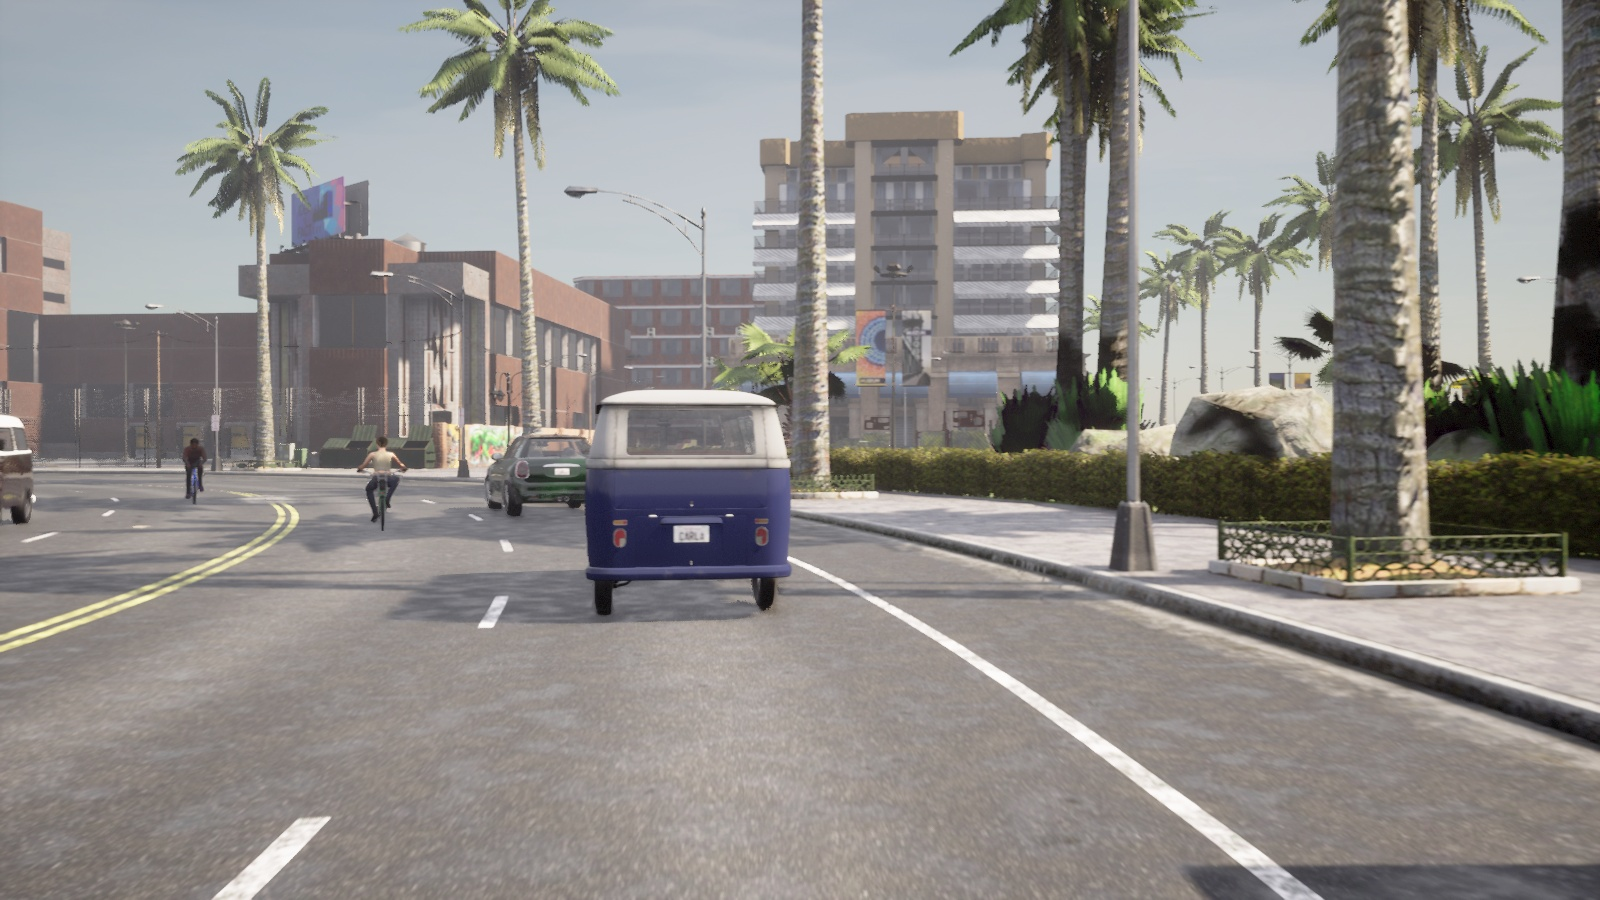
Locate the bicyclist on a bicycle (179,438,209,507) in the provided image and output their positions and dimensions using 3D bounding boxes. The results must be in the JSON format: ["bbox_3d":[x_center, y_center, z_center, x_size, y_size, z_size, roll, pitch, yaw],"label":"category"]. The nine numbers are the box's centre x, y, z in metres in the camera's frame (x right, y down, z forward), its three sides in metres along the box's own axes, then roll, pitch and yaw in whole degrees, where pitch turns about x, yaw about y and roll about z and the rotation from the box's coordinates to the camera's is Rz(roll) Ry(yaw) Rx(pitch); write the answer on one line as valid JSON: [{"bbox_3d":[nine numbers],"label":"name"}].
[{"bbox_3d":[-14.694,0.518,30.442,0.582,1.620,1.656,0,1,-28],"label":"bicyclist on a bicycle"}]

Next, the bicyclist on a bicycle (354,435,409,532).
[{"bbox_3d":[-7.266,0.555,21.824,0.866,1.612,1.509,0,0,-18],"label":"bicyclist on a bicycle"}]

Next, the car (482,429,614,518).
[{"bbox_3d":[-5.604,0.447,27.456,2.097,1.767,4.553,0,0,-21],"label":"car"}]

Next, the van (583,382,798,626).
[{"bbox_3d":[-1.263,0.427,12.574,1.775,1.987,4.442,0,0,-10],"label":"van"}]

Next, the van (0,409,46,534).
[{"bbox_3d":[-14.594,0.339,21.603,2.069,2.038,4.480,0,0,-21],"label":"van"}]
